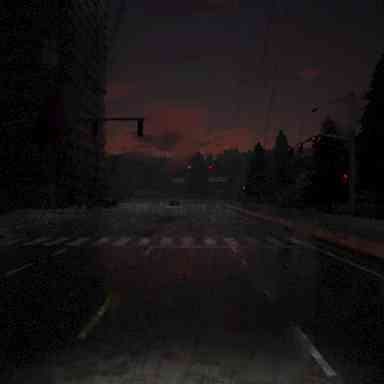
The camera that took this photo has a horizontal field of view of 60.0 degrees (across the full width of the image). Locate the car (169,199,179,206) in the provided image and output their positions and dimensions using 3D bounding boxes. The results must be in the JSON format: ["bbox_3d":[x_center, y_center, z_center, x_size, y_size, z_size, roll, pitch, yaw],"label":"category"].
[{"bbox_3d":[-3.618,2.180,67.013,1.994,1.385,4.181,0,0,-3],"label":"car"}]
